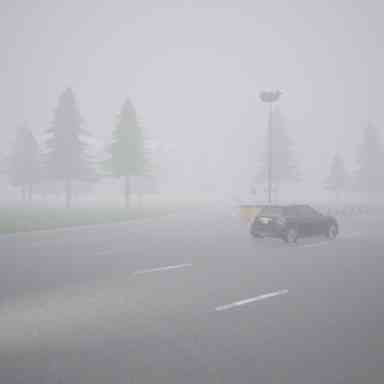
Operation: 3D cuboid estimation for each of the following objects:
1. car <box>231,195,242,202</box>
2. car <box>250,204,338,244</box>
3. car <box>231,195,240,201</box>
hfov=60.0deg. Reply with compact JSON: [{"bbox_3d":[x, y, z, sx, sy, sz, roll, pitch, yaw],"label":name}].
[{"bbox_3d":[9.717,1.539,71.131,1.895,1.301,4.718,0,0,5],"label":"car"},{"bbox_3d":[4.955,1.336,15.880,4.553,1.767,2.097,0,0,-36],"label":"car"},{"bbox_3d":[10.564,1.414,81.077,1.882,1.535,5.008,0,0,5],"label":"car"}]
